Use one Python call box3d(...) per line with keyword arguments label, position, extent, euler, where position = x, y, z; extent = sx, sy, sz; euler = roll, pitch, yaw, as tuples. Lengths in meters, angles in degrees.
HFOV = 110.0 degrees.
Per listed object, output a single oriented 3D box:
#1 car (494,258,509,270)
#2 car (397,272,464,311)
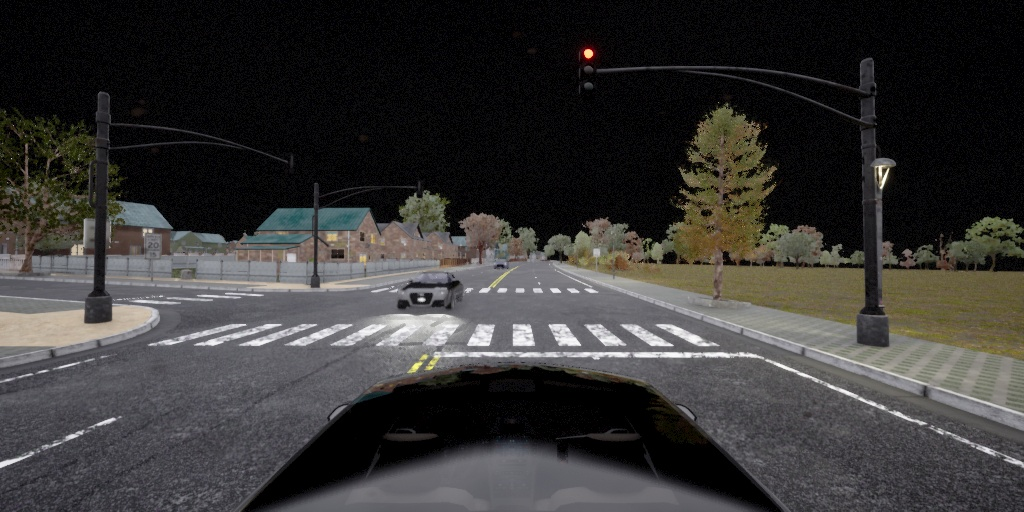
box3d(label="car", position=(-1.595, 1.169, 54.861), extent=(2.097, 1.767, 4.553), euler=(0, 0, 3))
box3d(label="car", position=(-3.127, 1.326, 14.470), extent=(1.994, 1.385, 4.181), euler=(0, 0, 1))
